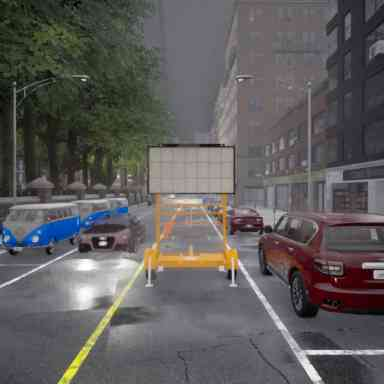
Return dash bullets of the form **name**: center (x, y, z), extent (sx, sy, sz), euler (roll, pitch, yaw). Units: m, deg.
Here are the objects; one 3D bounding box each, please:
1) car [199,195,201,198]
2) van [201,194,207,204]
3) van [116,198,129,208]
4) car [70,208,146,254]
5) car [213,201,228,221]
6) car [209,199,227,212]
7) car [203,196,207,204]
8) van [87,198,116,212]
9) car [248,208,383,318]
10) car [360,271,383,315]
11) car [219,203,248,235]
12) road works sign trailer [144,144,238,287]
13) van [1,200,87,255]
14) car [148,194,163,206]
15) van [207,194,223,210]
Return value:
- **car**: center (2.739, 1.504, 58.296), extent (1.947, 1.339, 4.313), euler (0, 0, 0)
- **van**: center (2.750, 1.290, 52.635), extent (1.690, 1.788, 3.998), euler (0, 0, 0)
- **van**: center (-5.719, 1.329, 24.288), extent (1.690, 1.788, 3.998), euler (0, 0, 0)
- **car**: center (-3.027, 1.560, 13.314), extent (1.994, 1.385, 4.181), euler (0, 0, 0)
- **car**: center (2.806, 1.570, 24.333), extent (1.802, 1.307, 4.206), euler (0, 0, 0)
- **car**: center (2.795, 1.564, 29.994), extent (1.802, 1.307, 4.206), euler (0, 0, 0)
- **car**: center (2.773, 1.512, 41.314), extent (1.887, 1.381, 4.507), euler (0, 0, 0)
- **van**: center (-5.709, 1.334, 18.630), extent (1.690, 1.788, 3.998), euler (0, 0, 0)
- **car**: center (2.838, 1.314, 7.351), extent (2.192, 1.841, 5.009), euler (0, 0, 0)
- **car**: center (2.851, 1.582, 1.691), extent (1.802, 1.307, 4.206), euler (0, 0, 0)
- **car**: center (2.818, 1.537, 18.673), extent (1.887, 1.381, 4.507), euler (0, 0, 0)
- **road works sign trailer**: center (-0.019, 0.462, 9.300), extent (2.380, 3.560, 2.880), euler (0, 0, 0)
- **van**: center (-5.697, 1.337, 12.972), extent (1.690, 1.788, 3.998), euler (0, 0, 0)
- **car**: center (-5.775, 1.264, 52.578), extent (2.192, 1.841, 5.009), euler (0, 0, 0)
- **van**: center (2.783, 1.316, 35.654), extent (1.690, 1.788, 3.998), euler (0, 0, 0)
